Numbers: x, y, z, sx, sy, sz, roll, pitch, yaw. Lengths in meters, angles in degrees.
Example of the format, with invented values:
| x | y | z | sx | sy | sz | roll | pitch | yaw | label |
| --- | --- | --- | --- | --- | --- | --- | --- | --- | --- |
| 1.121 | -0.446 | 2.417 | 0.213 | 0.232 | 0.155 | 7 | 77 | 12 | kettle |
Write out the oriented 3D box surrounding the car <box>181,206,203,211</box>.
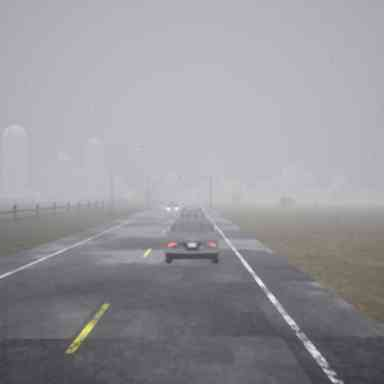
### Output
| x | y | z | sx | sy | sz | roll | pitch | yaw | label |
| --- | --- | --- | --- | --- | --- | --- | --- | --- | --- |
| 0.020 | 1.868 | 28.243 | 1.895 | 1.301 | 4.718 | 0 | 0 | 0 | car |

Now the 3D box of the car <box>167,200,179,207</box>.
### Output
| x | y | z | sx | sy | sz | roll | pitch | yaw | label |
| --- | --- | --- | --- | --- | --- | --- | --- | --- | --- |
| -3.505 | 2.160 | 61.790 | 1.895 | 1.301 | 4.718 | 0 | -1 | 1 | car |

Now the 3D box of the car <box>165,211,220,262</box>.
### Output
| x | y | z | sx | sy | sz | roll | pitch | yaw | label |
| --- | --- | --- | --- | --- | --- | --- | --- | --- | --- |
| 0.011 | 1.669 | 12.533 | 2.033 | 1.411 | 5.357 | 0 | -1 | 0 | car |
